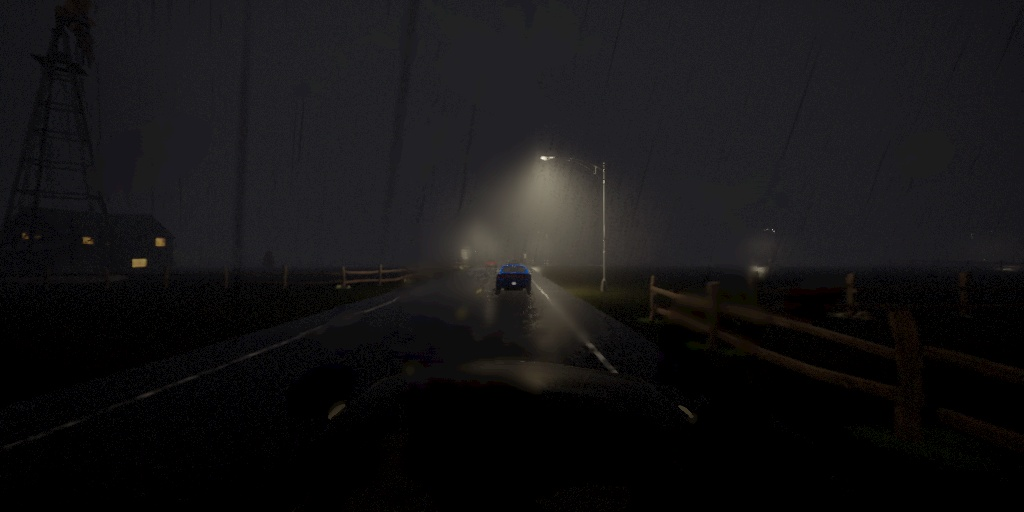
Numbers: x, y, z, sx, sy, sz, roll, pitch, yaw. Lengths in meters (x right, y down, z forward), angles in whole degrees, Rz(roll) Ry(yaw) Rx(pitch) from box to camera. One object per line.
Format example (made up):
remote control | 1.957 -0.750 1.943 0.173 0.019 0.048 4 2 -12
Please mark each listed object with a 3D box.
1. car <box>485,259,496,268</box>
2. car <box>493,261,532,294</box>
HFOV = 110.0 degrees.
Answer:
car | -3.499 1.289 61.581 1.882 1.535 5.008 0 0 0
car | 0.102 1.233 20.607 1.882 1.535 5.008 0 0 0
